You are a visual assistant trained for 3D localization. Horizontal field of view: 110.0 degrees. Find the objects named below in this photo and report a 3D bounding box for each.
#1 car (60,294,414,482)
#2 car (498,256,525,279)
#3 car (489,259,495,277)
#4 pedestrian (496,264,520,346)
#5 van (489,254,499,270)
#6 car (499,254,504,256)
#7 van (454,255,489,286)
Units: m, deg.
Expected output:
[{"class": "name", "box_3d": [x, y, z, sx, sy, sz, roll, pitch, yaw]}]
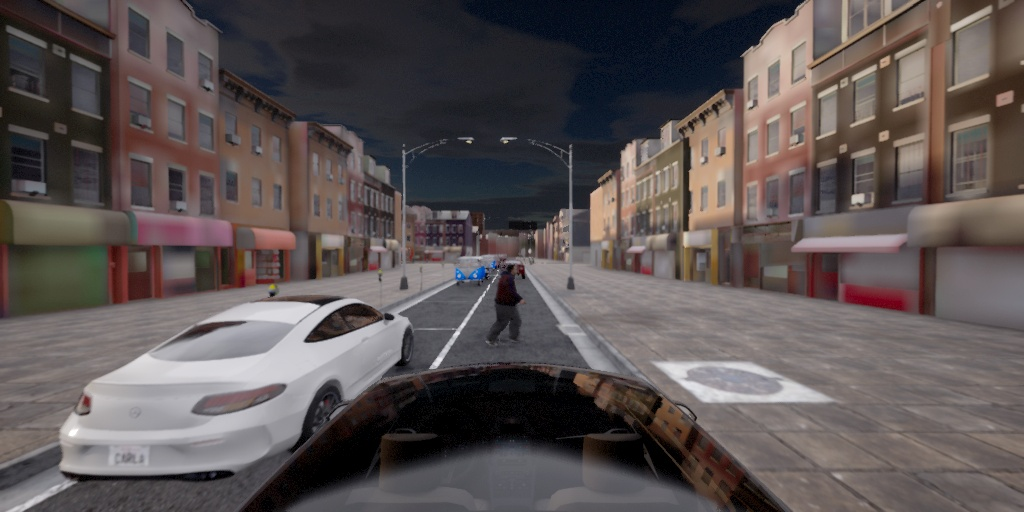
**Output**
[{"class": "car", "box_3d": [-2.750, 1.250, 4.879, 1.812, 1.442, 4.674, 0, 0, 0]}, {"class": "car", "box_3d": [0.077, 1.003, 29.574, 1.882, 1.535, 5.008, 0, 0, 0]}, {"class": "car", "box_3d": [-2.637, 1.100, 28.463, 1.948, 1.339, 4.313, 0, 0, 0]}, {"class": "pedestrian", "box_3d": [-0.082, 0.994, 7.709, 0.375, 1.860, 0.375, 0, 1, 0]}, {"class": "van", "box_3d": [-2.636, 0.791, 39.330, 1.690, 1.789, 3.998, 0, 0, 0]}, {"class": "car", "box_3d": [-2.636, 0.683, 50.197, 2.192, 1.841, 5.009, 0, 0, 0]}, {"class": "van", "box_3d": [-2.637, 0.917, 23.029, 1.690, 1.789, 3.998, 0, 0, 0]}]
